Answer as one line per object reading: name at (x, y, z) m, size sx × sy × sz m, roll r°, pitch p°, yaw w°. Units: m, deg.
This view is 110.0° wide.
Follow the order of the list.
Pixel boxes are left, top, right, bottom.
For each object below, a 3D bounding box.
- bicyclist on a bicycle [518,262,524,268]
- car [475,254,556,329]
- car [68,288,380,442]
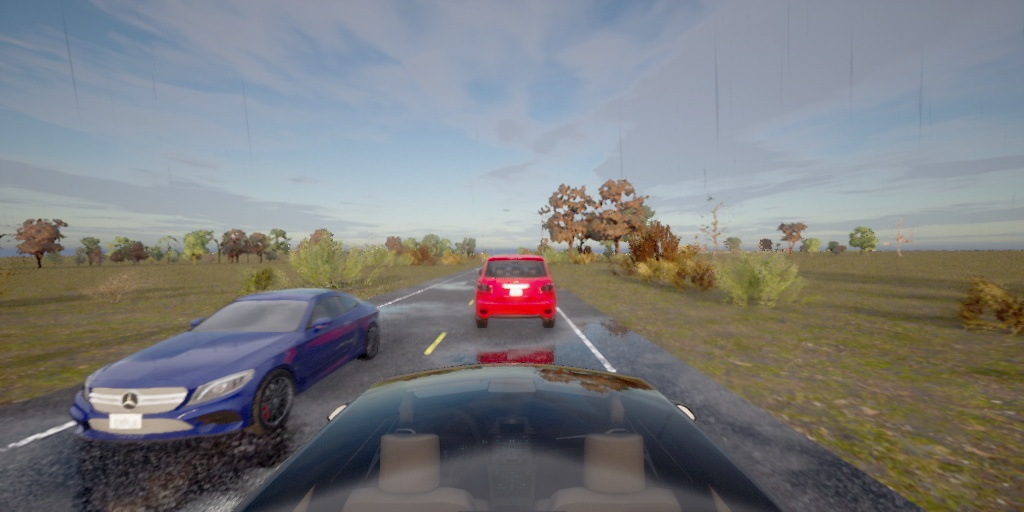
bicyclist on a bicycle at (0.961, 1.171, 36.540) m, size 0.659 × 1.776 × 1.843 m, roll 0°, pitch 0°, yaw 0°
car at (0.094, 0.983, 11.442) m, size 2.150 × 2.045 × 5.566 m, roll 0°, pitch 0°, yaw 0°
car at (-3.589, 1.280, 5.659) m, size 1.812 × 1.442 × 4.674 m, roll 0°, pitch 0°, yaw 0°
